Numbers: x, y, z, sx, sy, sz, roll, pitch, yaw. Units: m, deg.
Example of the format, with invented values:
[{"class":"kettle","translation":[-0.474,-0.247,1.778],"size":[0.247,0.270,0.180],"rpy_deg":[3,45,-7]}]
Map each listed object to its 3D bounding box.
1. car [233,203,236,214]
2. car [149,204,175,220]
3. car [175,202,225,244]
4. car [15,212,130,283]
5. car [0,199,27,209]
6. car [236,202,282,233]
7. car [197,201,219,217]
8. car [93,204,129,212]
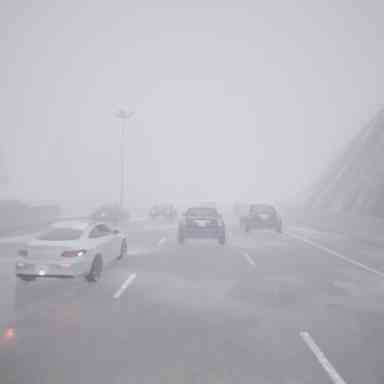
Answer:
[{"class":"car","translation":[5.824,1.795,38.918],"size":[1.994,1.385,4.181],"rpy_deg":[1,0,8]},{"class":"car","translation":[-2.345,1.685,29.018],"size":[1.895,1.301,4.718],"rpy_deg":[1,0,4]},{"class":"car","translation":[0.495,1.423,16.492],"size":[2.097,1.767,4.553],"rpy_deg":[1,0,2]},{"class":"car","translation":[-3.215,1.522,9.586],"size":[1.812,1.442,4.674],"rpy_deg":[1,0,2]},{"class":"car","translation":[-16.531,1.377,29.208],"size":[1.882,1.535,5.008],"rpy_deg":[1,0,5]},{"class":"car","translation":[4.175,1.489,20.890],"size":[2.097,1.767,4.553],"rpy_deg":[1,0,3]},{"class":"car","translation":[1.794,1.711,35.197],"size":[2.033,1.411,5.357],"rpy_deg":[1,0,7]},{"class":"car","translation":[-6.105,1.585,25.364],"size":[1.994,1.385,4.181],"rpy_deg":[1,0,4]}]
